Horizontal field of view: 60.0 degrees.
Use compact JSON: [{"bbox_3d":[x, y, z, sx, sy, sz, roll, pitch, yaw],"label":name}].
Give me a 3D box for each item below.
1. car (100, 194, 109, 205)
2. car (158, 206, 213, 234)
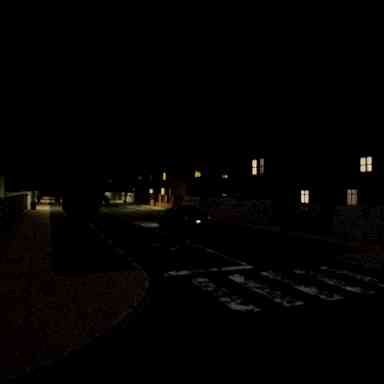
[{"bbox_3d":[-13.174,1.094,48.102,1.837,1.490,4.892,1,1,-23],"label":"car"},{"bbox_3d":[-0.484,1.457,18.750,1.994,1.385,4.181,1,0,-23],"label":"car"}]
